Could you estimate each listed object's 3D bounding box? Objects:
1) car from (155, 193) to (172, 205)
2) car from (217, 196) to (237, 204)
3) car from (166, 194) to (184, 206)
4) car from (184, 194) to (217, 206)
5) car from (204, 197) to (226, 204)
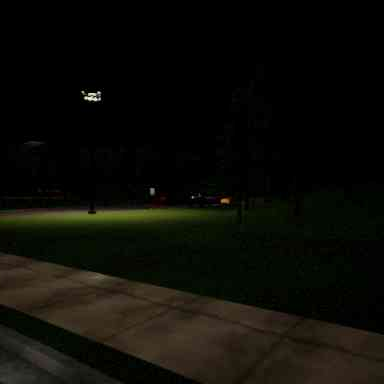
[{"bbox_3d":[-4.113,1.261,58.254,2.150,2.045,5.566,0,0,36],"label":"car"},{"bbox_3d":[7.263,1.510,62.038,1.882,1.535,5.008,0,0,36],"label":"car"},{"bbox_3d":[-1.603,1.541,55.770,1.837,1.490,4.892,0,0,37],"label":"car"},{"bbox_3d":[1.434,1.510,53.986,1.882,1.535,5.008,0,0,37],"label":"car"},{"bbox_3d":[4.456,1.637,64.128,1.895,1.301,4.718,0,0,36],"label":"car"}]
